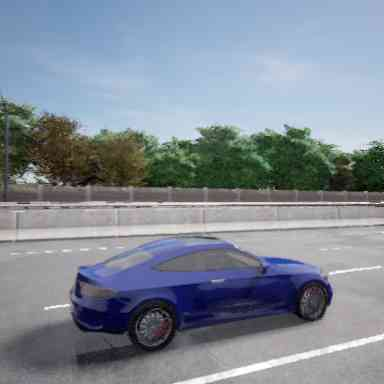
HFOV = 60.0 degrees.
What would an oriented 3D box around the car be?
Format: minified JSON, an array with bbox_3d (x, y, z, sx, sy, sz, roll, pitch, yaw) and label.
[{"bbox_3d":[0.310,1.532,5.943,4.674,1.442,1.812,0,-1,-23],"label":"car"}]
